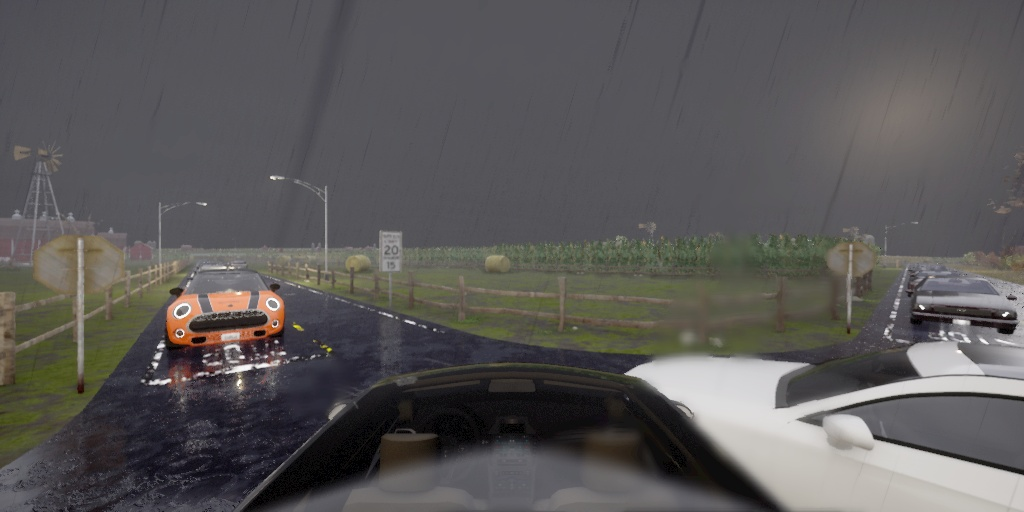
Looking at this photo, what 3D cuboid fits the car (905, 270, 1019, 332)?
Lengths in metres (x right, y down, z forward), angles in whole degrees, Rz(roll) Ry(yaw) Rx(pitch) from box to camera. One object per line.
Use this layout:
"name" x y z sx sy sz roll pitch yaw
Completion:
"car" 13.674 1.332 11.087 5.357 1.411 2.033 0 1 -42

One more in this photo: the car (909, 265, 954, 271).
"car" 21.103 1.359 17.771 4.181 1.385 1.994 0 1 -42

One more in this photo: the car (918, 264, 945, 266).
"car" 28.764 1.302 24.655 4.902 1.511 2.128 0 1 -42

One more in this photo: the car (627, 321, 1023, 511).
"car" 2.866 1.294 2.171 1.812 1.442 4.674 0 1 -43

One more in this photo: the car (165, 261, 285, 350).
"car" -7.439 1.135 9.414 2.097 1.767 4.553 0 0 -39
